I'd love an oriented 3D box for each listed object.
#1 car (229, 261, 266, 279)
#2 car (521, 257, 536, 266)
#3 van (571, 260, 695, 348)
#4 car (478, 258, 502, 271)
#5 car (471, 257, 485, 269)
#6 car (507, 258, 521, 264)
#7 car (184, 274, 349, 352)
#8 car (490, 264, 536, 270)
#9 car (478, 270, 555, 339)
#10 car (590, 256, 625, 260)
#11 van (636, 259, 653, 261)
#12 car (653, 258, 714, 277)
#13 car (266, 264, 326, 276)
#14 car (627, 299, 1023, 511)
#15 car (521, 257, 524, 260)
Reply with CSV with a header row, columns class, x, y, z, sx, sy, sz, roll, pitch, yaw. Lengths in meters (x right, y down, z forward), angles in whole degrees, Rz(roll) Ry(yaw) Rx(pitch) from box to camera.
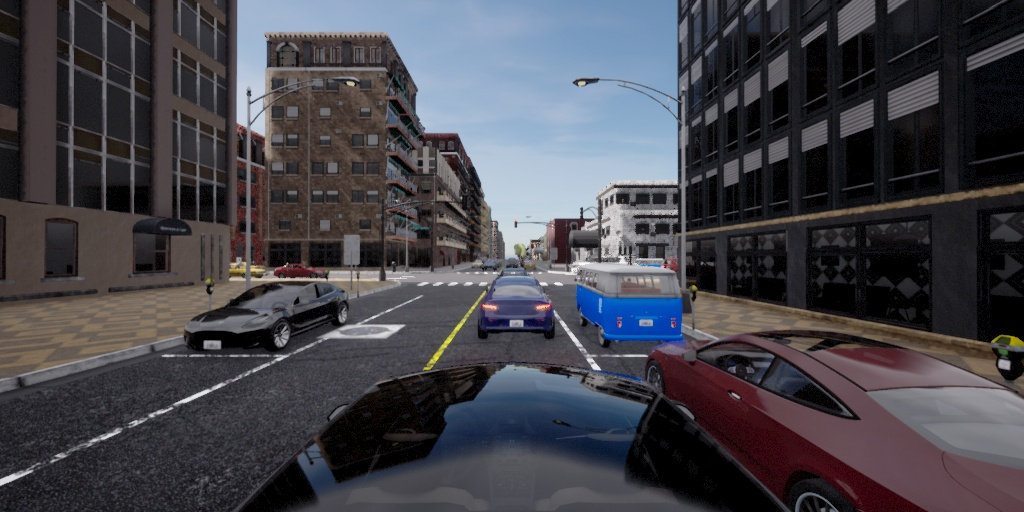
class,x,y,z,sx,sy,sz,roll,pitch,yaw
car,-22.958,1.213,29.755,4.829,1.417,1.751,0,0,0
car,2.694,1.305,53.915,1.751,1.417,4.829,0,0,0
van,2.657,1.091,8.959,1.690,1.789,3.998,0,0,0
car,-3.058,1.323,50.592,2.033,1.411,5.357,0,0,3
car,-5.687,1.311,59.114,1.751,1.417,4.829,0,0,0
car,0.087,1.387,59.365,1.895,1.301,4.718,0,0,0
car,-5.690,1.316,8.986,1.948,1.339,4.313,0,0,0
car,0.093,1.316,18.411,1.994,1.385,4.181,0,0,0
car,0.101,1.276,9.959,1.812,1.442,4.674,0,0,0
car,8.759,1.020,35.969,5.566,2.045,2.150,0,0,4
van,14.900,1.171,38.223,3.998,1.789,1.690,0,0,0
car,14.921,1.104,29.843,5.009,1.841,2.192,0,0,0
car,-17.465,1.280,29.768,4.207,1.307,1.802,0,0,0
car,2.657,1.332,3.270,1.802,1.307,4.207,0,0,0
car,2.695,1.375,64.823,1.802,1.307,4.207,0,0,0
